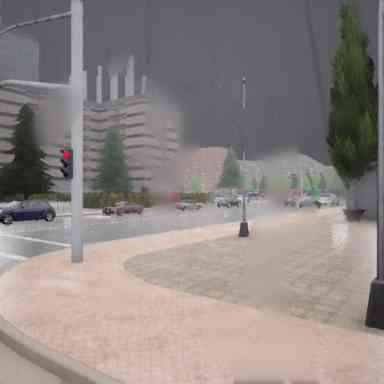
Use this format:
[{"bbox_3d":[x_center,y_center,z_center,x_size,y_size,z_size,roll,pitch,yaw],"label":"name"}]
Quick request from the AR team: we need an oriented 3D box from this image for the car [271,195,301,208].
[{"bbox_3d":[13.581,1.503,47.977,1.837,1.490,4.892,0,0,36],"label":"car"}]

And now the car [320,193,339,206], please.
[{"bbox_3d":[22.085,1.221,53.721,2.150,2.045,5.566,0,0,36],"label":"car"}]

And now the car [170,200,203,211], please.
[{"bbox_3d":[-0.665,1.601,40.619,1.895,1.301,4.718,0,0,36],"label":"car"}]

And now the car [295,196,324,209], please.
[{"bbox_3d":[16.239,1.564,45.685,1.994,1.385,4.181,0,0,36],"label":"car"}]

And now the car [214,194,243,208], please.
[{"bbox_3d":[5.484,1.505,49.009,1.837,1.490,4.892,0,0,37],"label":"car"}]

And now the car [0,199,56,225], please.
[{"bbox_3d":[-12.480,1.352,24.376,2.097,1.767,4.553,0,0,36],"label":"car"}]

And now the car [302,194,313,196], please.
[{"bbox_3d":[19.526,1.526,56.157,1.812,1.442,4.674,0,0,36],"label":"car"}]

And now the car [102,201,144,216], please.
[{"bbox_3d":[-6.636,1.564,32.426,1.994,1.385,4.181,0,0,36],"label":"car"}]
